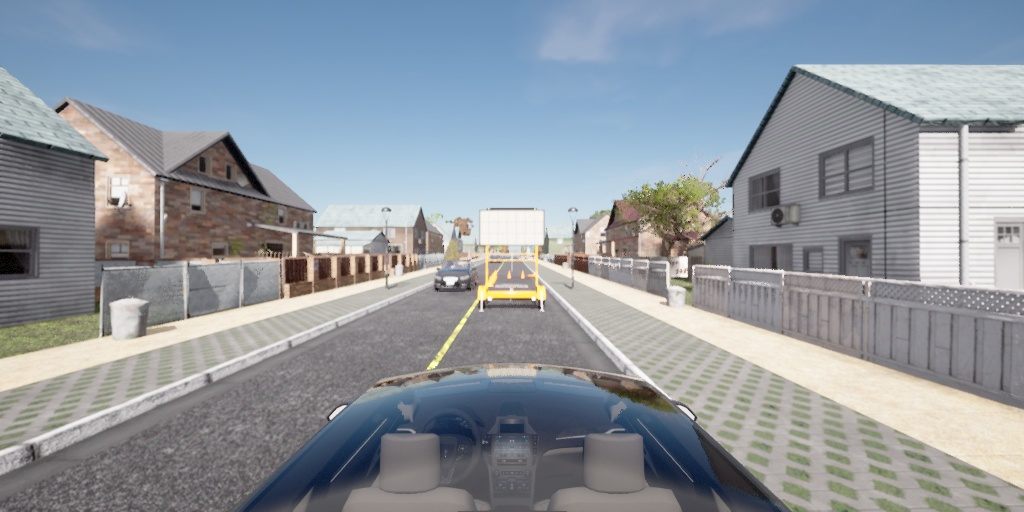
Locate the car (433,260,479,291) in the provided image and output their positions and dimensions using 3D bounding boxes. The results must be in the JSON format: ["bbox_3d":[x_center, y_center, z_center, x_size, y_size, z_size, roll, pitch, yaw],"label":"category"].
[{"bbox_3d":[-2.871,0.965,19.116,2.128,1.511,4.902,0,1,0],"label":"car"}]

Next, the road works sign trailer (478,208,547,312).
[{"bbox_3d":[-0.003,0.029,13.258,2.380,3.560,2.880,0,0,0],"label":"road works sign trailer"}]

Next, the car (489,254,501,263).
[{"bbox_3d":[-2.873,0.441,61.463,2.033,1.411,5.357,0,1,1],"label":"car"}]
